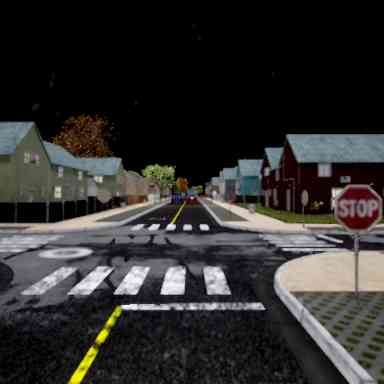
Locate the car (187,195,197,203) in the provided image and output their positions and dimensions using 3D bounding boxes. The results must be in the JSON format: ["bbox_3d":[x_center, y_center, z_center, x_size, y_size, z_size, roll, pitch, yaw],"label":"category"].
[{"bbox_3d":[0.006,1.399,68.492,1.812,1.442,4.674,0,0,0],"label":"car"}]

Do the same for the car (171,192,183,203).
[{"bbox_3d":[-2.744,1.075,62.630,2.150,2.045,5.566,0,0,0],"label":"car"}]

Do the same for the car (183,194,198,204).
[{"bbox_3d":[0.005,1.205,58.458,2.097,1.767,4.553,0,0,0],"label":"car"}]
